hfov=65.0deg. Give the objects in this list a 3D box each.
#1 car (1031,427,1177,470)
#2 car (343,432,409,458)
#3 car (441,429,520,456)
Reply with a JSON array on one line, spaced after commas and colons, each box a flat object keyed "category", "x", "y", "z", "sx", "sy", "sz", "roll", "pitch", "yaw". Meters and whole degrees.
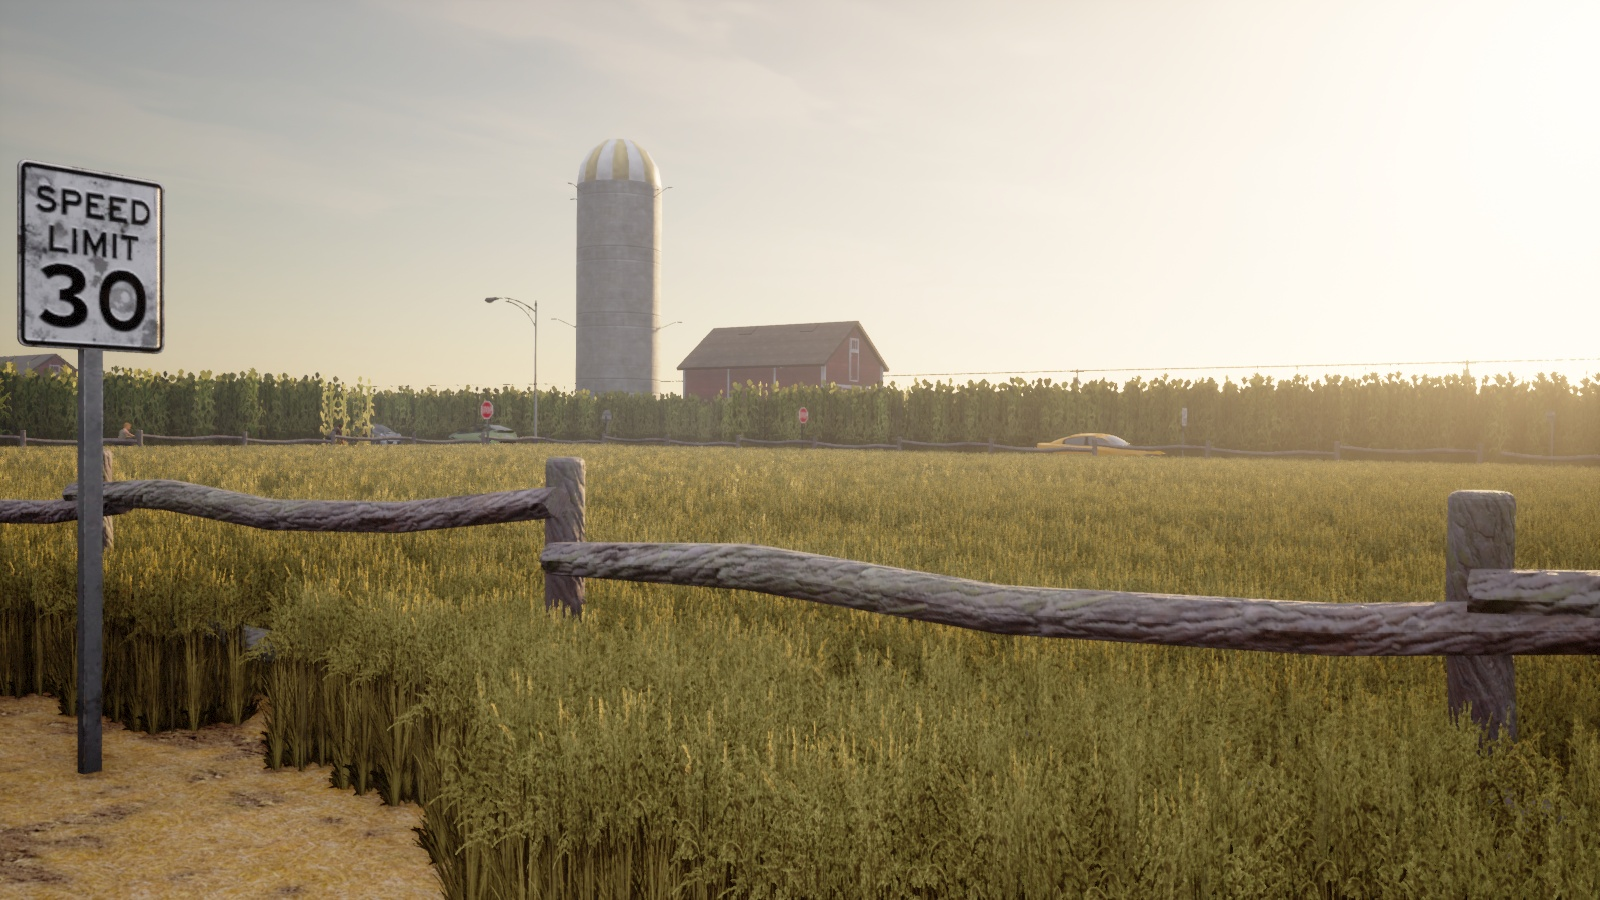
[{"category": "car", "x": 11.466, "y": -0.084, "z": 47.516, "sx": 5.008, "sy": 1.535, "sz": 1.882, "roll": 0, "pitch": 1, "yaw": 36}, {"category": "car", "x": -24.831, "y": -0.291, "z": 73.466, "sx": 3.633, "sy": 1.501, "sz": 1.845, "roll": 0, "pitch": 1, "yaw": 36}, {"category": "car", "x": -18.515, "y": -0.422, "z": 72.758, "sx": 4.514, "sy": 1.525, "sz": 2.007, "roll": 0, "pitch": 1, "yaw": 36}]
